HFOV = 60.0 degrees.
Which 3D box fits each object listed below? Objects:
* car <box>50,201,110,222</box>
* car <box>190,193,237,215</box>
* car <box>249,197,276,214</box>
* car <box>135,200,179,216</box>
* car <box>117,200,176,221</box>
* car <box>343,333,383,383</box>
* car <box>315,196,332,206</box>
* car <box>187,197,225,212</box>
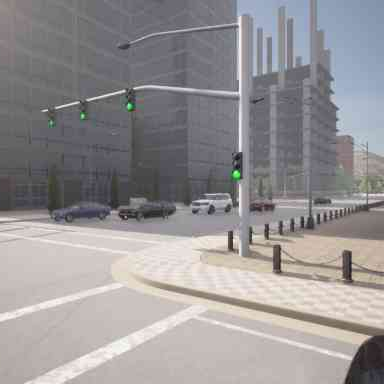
[{"bbox_3d":[-8.485,1.470,25.659,1.812,1.442,4.674,0,0,38],"label":"car"},{"bbox_3d":[2.094,1.166,34.332,2.150,2.045,5.566,0,0,36],"label":"car"},{"bbox_3d":[7.218,1.422,35.119,1.882,1.535,5.008,0,0,36],"label":"car"},{"bbox_3d":[-3.404,1.508,32.695,1.994,1.385,4.181,0,0,36],"label":"car"},{"bbox_3d":[-3.615,1.545,26.417,1.895,1.301,4.718,0,0,36],"label":"car"},{"bbox_3d":[3.017,1.564,1.816,4.181,1.385,1.994,0,0,36],"label":"car"},{"bbox_3d":[21.893,1.449,55.492,1.837,1.490,4.892,0,0,36],"label":"car"},{"bbox_3d":[1.736,1.436,39.822,2.128,1.511,4.902,0,0,36],"label":"car"}]
